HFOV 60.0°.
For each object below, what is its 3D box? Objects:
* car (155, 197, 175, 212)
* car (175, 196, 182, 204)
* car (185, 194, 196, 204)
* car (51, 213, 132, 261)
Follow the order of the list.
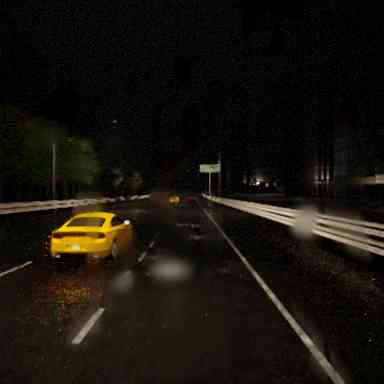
[{"bbox_3d":[-3.574,1.635,42.138,1.882,1.535,5.008,0,0,0],"label":"car"},{"bbox_3d":[-3.733,1.731,72.186,1.882,1.535,5.008,0,0,0],"label":"car"},{"bbox_3d":[-0.106,1.718,68.113,1.882,1.535,5.008,0,-1,0],"label":"car"},{"bbox_3d":[-3.504,1.523,12.485,1.882,1.535,5.008,0,0,0],"label":"car"}]
